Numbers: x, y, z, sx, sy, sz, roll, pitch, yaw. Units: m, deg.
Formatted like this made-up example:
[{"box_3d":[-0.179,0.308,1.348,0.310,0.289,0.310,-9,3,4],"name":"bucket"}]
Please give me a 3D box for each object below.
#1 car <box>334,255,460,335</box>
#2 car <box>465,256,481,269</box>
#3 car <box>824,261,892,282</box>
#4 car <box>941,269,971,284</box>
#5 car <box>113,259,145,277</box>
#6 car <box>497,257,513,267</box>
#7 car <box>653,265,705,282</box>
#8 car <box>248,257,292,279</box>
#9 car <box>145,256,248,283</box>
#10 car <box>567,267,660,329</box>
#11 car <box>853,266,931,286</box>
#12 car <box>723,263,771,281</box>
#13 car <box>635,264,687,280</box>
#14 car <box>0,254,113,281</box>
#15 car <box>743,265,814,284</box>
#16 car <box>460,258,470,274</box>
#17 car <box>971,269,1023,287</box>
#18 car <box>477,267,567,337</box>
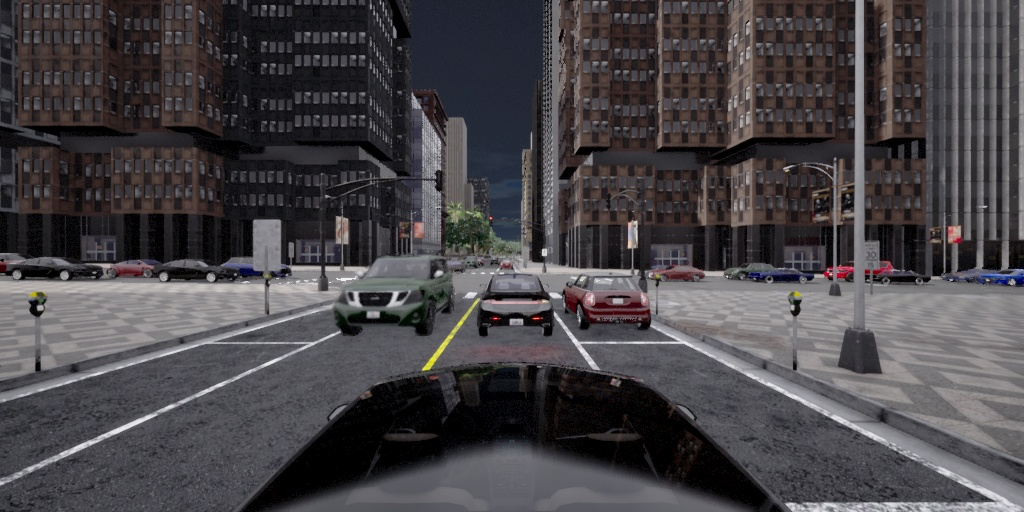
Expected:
[{"box_3d":[-3.131,0.972,10.819,2.150,2.045,5.566,0,0,0],"name":"car"},{"box_3d":[-6.651,0.984,57.180,2.150,2.045,5.566,0,0,0],"name":"car"},{"box_3d":[33.656,1.476,34.756,5.566,2.045,2.150,1,0,-1],"name":"car"},{"box_3d":[45.286,1.974,34.803,5.357,1.411,2.033,1,0,0],"name":"car"},{"box_3d":[-28.209,0.942,27.506,4.181,1.385,1.994,1,0,-1],"name":"car"},{"box_3d":[-0.765,1.192,52.589,1.967,1.591,4.097,0,0,-1],"name":"car"},{"box_3d":[14.350,1.504,31.341,4.674,1.442,1.812,1,0,-1],"name":"car"},{"box_3d":[-19.566,0.852,27.588,4.553,1.767,2.097,1,0,0],"name":"car"},{"box_3d":[-21.275,0.958,24.323,5.008,1.535,1.882,1,0,-1],"name":"car"},{"box_3d":[2.733,1.188,11.208,1.967,1.591,4.097,0,0,0],"name":"car"},{"box_3d":[33.484,1.857,31.506,4.718,1.301,1.895,1,0,0],"name":"car"},{"box_3d":[23.042,1.452,34.670,4.553,1.767,2.097,1,0,-1],"name":"car"},{"box_3d":[14.338,1.538,34.593,4.181,1.385,1.994,1,0,-1],"name":"car"},{"box_3d":[-30.742,0.824,24.240,5.008,1.535,1.882,1,0,0],"name":"car"},{"box_3d":[23.454,1.711,31.425,4.718,1.301,1.895,1,0,-1],"name":"car"},{"box_3d":[-6.464,1.276,41.948,2.033,1.411,5.357,0,0,-2],"name":"car"},{"box_3d":[44.366,1.894,31.553,5.008,1.535,1.882,1,0,0],"name":"car"},{"box_3d":[0.075,1.240,10.322,2.128,1.511,4.902,0,0,-1],"name":"car"}]
